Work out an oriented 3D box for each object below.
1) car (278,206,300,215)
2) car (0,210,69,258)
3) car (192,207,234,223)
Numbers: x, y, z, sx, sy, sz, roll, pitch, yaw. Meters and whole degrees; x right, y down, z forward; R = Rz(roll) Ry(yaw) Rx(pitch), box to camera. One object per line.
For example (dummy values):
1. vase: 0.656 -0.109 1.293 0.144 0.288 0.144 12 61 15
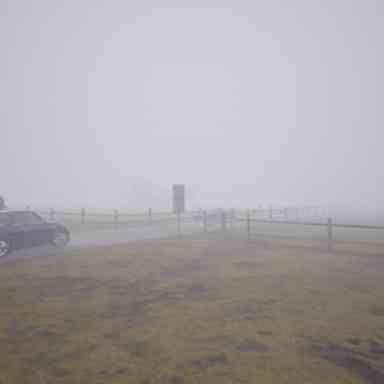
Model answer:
1. car: 14.464 2.740 49.488 1.895 1.301 4.718 -1 -2 35
2. car: -7.147 1.513 13.615 2.097 1.767 4.553 0 -2 18
3. car: 2.199 2.209 32.359 2.033 1.411 5.357 -1 -2 35
